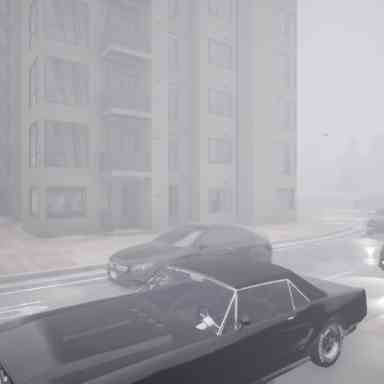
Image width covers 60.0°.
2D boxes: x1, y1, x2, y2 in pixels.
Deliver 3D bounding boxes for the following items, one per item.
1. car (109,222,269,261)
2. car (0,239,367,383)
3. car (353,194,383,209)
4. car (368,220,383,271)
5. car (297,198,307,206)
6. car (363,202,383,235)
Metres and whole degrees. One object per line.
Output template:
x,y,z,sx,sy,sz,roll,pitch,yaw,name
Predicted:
0.169,1.526,8.560,4.674,1.442,1.812,0,0,-37,car
0.162,1.601,4.155,4.718,1.301,1.895,0,0,-37,car
22.717,1.221,41.459,2.150,2.045,5.566,0,0,-13,car
7.077,1.564,9.549,4.181,1.385,1.994,0,0,-40,car
16.394,1.601,54.732,1.895,1.301,4.718,0,0,-33,car
10.615,1.507,17.624,1.837,1.490,4.892,0,0,37,car
